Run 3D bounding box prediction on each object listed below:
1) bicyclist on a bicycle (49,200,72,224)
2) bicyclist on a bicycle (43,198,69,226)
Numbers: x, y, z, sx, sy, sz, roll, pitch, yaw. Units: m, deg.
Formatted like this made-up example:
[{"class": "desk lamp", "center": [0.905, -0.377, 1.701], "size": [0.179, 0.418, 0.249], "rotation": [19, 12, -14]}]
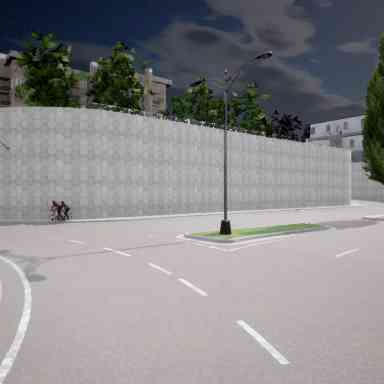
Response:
[{"class": "bicyclist on a bicycle", "center": [-9.030, 1.424, 23.433], "size": [0.582, 1.620, 1.656], "rotation": [10, 9, 23]}, {"class": "bicyclist on a bicycle", "center": [-9.619, 1.387, 23.638], "size": [0.582, 1.620, 1.656], "rotation": [0, 9, 21]}]
